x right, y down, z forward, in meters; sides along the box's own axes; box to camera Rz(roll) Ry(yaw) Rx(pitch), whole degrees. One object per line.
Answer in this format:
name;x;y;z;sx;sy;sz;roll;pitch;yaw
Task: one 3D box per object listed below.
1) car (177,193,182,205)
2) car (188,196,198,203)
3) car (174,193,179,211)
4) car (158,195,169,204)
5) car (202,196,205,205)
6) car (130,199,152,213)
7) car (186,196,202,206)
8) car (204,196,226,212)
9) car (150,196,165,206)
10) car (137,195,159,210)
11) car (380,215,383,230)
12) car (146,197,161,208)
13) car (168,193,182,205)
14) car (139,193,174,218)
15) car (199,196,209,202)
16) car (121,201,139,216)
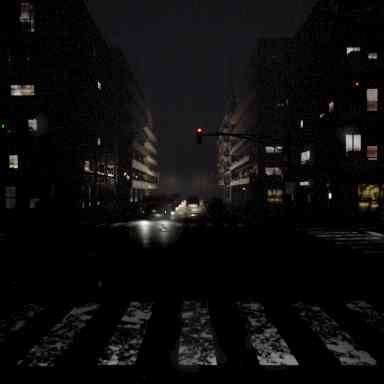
car;-3.040;1.366;49.974;2.097;1.767;4.553;0;0;0
car;0.118;1.571;70.657;2.033;1.411;5.357;0;0;0
car;-3.057;1.361;40.075;2.097;1.767;4.553;0;0;0
car;-5.626;1.464;66.286;1.967;1.590;4.097;0;0;0
car;2.732;1.451;43.549;1.967;1.590;4.097;0;0;0
car;-5.654;1.533;37.703;1.752;1.417;4.829;0;0;0
car;0.155;1.369;54.806;2.097;1.767;4.553;0;0;0
car;2.727;1.448;37.867;1.967;1.590;4.097;0;0;0
car;-5.637;1.457;54.921;1.967;1.590;4.097;0;0;0
car;-5.648;1.326;43.556;2.192;1.841;5.009;0;0;0
car;11.533;1.108;15.891;4.553;1.767;2.097;-1;0;0
car;-5.643;1.539;49.068;1.752;1.417;4.829;0;0;0
car;-2.983;1.242;60.533;2.150;2.045;5.566;0;0;1
car;-3.089;1.227;30.163;2.150;2.045;5.566;0;0;1
car;2.765;1.584;77.644;2.008;1.369;4.403;0;0;0
car;-5.659;1.572;32.190;1.947;1.339;4.313;0;0;0
